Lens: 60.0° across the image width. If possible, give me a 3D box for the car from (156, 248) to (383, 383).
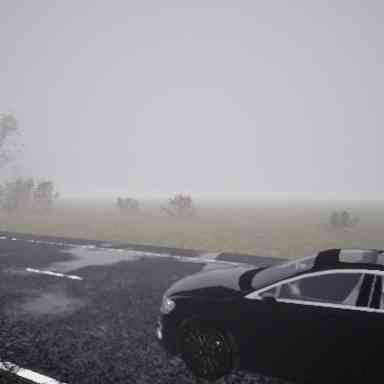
[{"bbox_3d":[1.881,1.468,4.015,4.902,1.511,2.128,1,0,27],"label":"car"}]
